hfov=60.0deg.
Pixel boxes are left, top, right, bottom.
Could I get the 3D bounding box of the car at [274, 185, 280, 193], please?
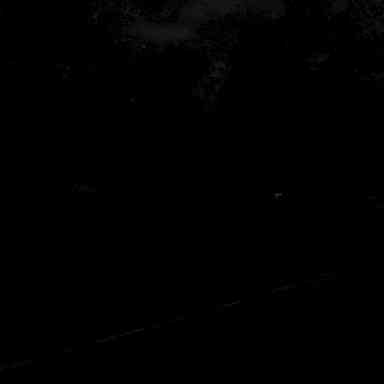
[{"bbox_3d":[14.172,-0.485,54.112,1.994,1.385,4.181,-4,3,10],"label":"car"}]
